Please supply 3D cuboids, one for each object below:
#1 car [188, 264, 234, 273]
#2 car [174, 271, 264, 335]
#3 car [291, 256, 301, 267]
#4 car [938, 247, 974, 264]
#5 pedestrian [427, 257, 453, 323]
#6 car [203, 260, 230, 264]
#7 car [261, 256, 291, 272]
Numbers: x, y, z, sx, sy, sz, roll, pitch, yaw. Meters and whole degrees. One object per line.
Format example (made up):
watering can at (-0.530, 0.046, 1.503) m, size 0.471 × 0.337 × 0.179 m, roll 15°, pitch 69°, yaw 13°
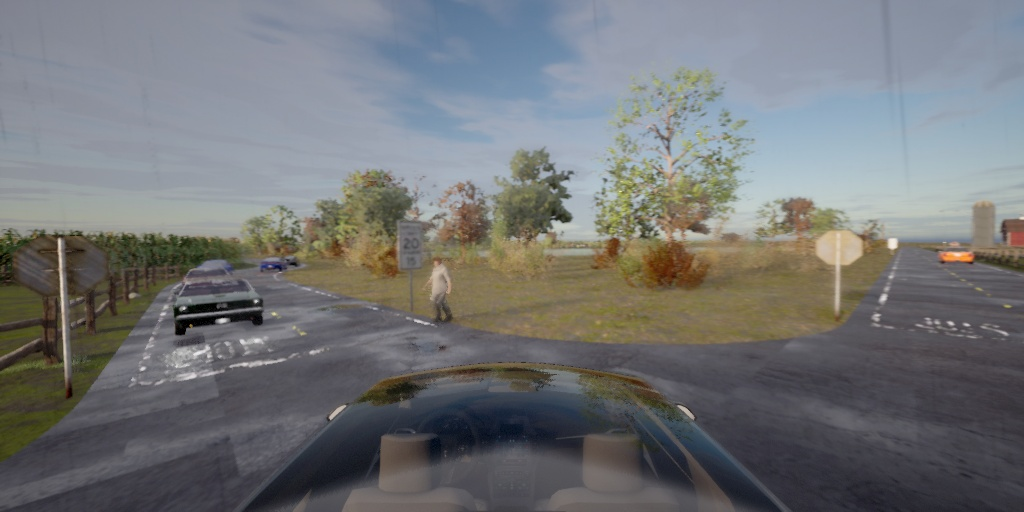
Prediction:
car at (-15.538, 1.284, 18.339) m, size 1.895 × 1.301 × 4.718 m, roll -2°, pitch 2°, yaw -41°
car at (-8.792, 1.322, 10.717) m, size 1.895 × 1.301 × 4.718 m, roll -2°, pitch 2°, yaw -42°
car at (-30.667, 0.796, 49.789) m, size 1.837 × 1.490 × 4.892 m, roll -2°, pitch 1°, yaw -25°
car at (45.487, -0.116, 36.795) m, size 4.553 × 1.767 × 2.097 m, roll -2°, pitch 2°, yaw -43°
pedestrian at (-1.960, 0.899, 9.777) m, size 0.375 × 1.860 × 0.375 m, roll -3°, pitch 3°, yaw -42°
car at (-23.605, 1.087, 28.616) m, size 1.882 × 1.535 × 5.008 m, roll -2°, pitch 1°, yaw -32°
car at (-26.209, 0.904, 39.631) m, size 1.882 × 1.535 × 5.008 m, roll -1°, pitch 1°, yaw -24°
